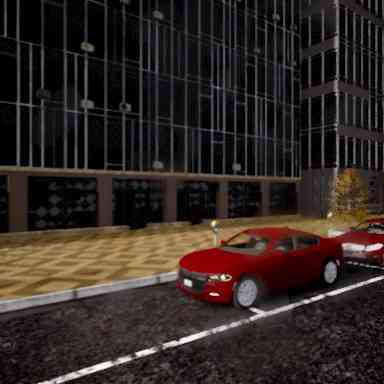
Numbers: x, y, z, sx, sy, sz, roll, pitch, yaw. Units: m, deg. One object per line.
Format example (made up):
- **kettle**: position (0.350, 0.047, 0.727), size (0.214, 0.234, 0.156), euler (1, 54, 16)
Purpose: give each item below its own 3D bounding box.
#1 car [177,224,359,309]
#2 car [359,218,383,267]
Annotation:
- **car**: position (1.755, 1.530, 7.824), size (4.507, 1.381, 1.887), euler (0, 0, -36)
- **car**: position (6.384, 1.554, 11.140), size (4.206, 1.307, 1.802), euler (0, 0, -36)
